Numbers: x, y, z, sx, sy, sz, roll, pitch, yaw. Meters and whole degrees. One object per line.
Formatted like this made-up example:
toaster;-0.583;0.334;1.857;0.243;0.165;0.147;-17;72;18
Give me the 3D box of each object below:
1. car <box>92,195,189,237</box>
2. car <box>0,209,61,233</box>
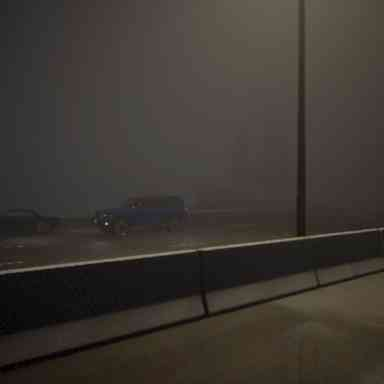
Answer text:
car;-2.804;1.193;19.063;5.566;2.045;2.150;0;0;-35
car;-9.923;1.619;18.356;4.718;1.301;1.895;0;0;-35
